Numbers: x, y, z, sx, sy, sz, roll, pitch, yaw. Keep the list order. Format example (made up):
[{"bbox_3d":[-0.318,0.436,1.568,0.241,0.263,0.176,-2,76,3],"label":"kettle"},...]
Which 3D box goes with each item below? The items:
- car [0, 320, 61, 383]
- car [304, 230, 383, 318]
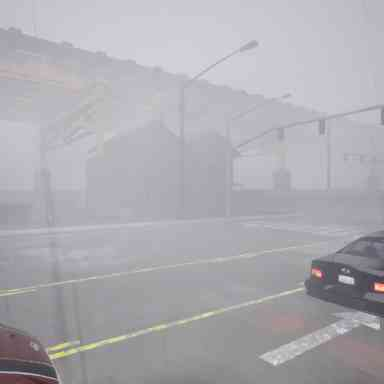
[{"bbox_3d":[-2.989,1.352,1.615,4.553,1.767,2.097,0,0,-36],"label":"car"},{"bbox_3d":[4.692,1.547,7.133,5.357,1.411,2.033,0,0,-35],"label":"car"}]
